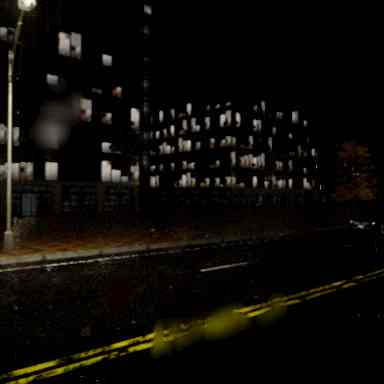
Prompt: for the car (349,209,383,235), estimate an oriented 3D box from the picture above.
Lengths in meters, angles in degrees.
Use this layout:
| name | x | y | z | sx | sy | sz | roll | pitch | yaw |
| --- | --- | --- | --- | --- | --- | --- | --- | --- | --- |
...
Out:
| name | x | y | z | sx | sy | sz | roll | pitch | yaw |
| --- | --- | --- | --- | --- | --- | --- | --- | --- | --- |
| car | 11.667 | 1.780 | 20.882 | 4.674 | 1.442 | 1.812 | 1 | -1 | -39 |
